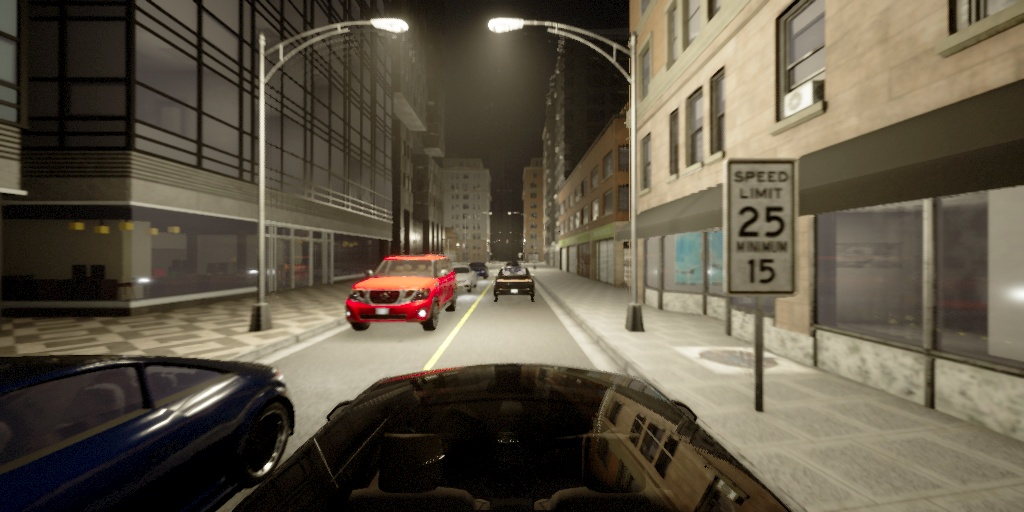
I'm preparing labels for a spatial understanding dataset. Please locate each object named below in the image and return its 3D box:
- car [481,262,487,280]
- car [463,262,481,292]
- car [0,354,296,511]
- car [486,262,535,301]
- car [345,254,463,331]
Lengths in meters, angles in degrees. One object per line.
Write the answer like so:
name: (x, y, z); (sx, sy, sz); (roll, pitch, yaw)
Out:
car: (-3.044, 1.264, 31.502); (1.812, 1.442, 4.674); (0, 0, 0)
car: (-3.101, 1.267, 21.214); (1.812, 1.442, 4.674); (0, 0, 0)
car: (-3.097, 1.314, 1.787); (1.994, 1.385, 4.181); (0, 0, 0)
car: (0.095, 1.234, 17.250); (2.128, 1.511, 4.902); (0, 0, 0)
car: (-3.094, 0.967, 11.319); (2.150, 2.045, 5.566); (0, 0, 0)
